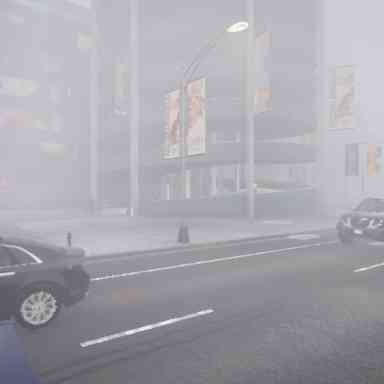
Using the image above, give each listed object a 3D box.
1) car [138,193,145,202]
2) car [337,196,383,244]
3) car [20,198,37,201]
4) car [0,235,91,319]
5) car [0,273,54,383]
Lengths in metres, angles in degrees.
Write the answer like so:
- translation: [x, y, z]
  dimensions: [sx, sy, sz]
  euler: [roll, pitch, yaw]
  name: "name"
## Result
- translation: [-11.199, 1.029, 63.929]
  dimensions: [2.435, 2.045, 5.566]
  euler: [0, 0, -36]
  name: "car"
- translation: [8.647, 1.223, 14.801]
  dimensions: [5.566, 2.045, 2.150]
  euler: [0, 0, -39]
  name: "car"
- translation: [-25.669, 1.463, 52.374]
  dimensions: [1.895, 1.301, 4.718]
  euler: [0, 0, -36]
  name: "car"
- translation: [-4.153, 1.505, 5.349]
  dimensions: [4.892, 1.490, 1.837]
  euler: [0, 0, -36]
  name: "car"
- translation: [-3.342, 1.601, 1.614]
  dimensions: [4.718, 1.301, 1.895]
  euler: [0, 0, -36]
  name: "car"
